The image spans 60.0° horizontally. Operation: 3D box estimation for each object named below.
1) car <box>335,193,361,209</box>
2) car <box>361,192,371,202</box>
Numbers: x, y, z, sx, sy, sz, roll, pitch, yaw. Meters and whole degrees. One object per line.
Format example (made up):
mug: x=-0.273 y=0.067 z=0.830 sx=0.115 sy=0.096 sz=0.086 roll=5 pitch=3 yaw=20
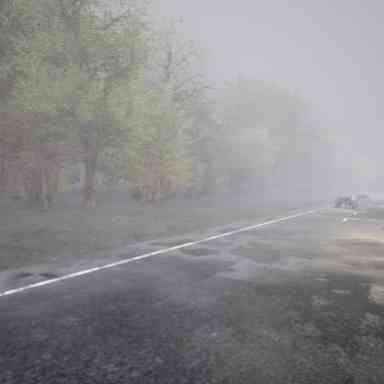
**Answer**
car: x=17.273 y=1.025 z=37.114 sx=1.837 sy=1.490 sz=4.892 roll=3 pitch=2 yaw=31
car: x=29.902 y=0.852 z=57.882 sx=1.837 sy=1.490 sz=4.892 roll=3 pitch=2 yaw=31
